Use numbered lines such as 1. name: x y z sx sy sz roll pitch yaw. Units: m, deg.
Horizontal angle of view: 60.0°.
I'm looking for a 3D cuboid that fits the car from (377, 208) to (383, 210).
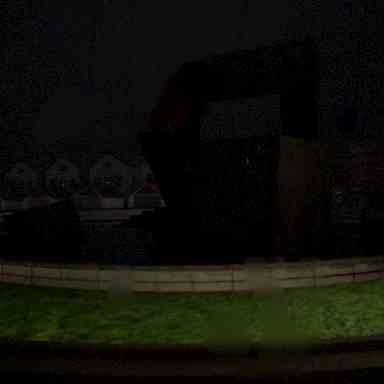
1. car: 21.128 1.898 33.222 2.150 2.045 5.566 -1 -2 -16
